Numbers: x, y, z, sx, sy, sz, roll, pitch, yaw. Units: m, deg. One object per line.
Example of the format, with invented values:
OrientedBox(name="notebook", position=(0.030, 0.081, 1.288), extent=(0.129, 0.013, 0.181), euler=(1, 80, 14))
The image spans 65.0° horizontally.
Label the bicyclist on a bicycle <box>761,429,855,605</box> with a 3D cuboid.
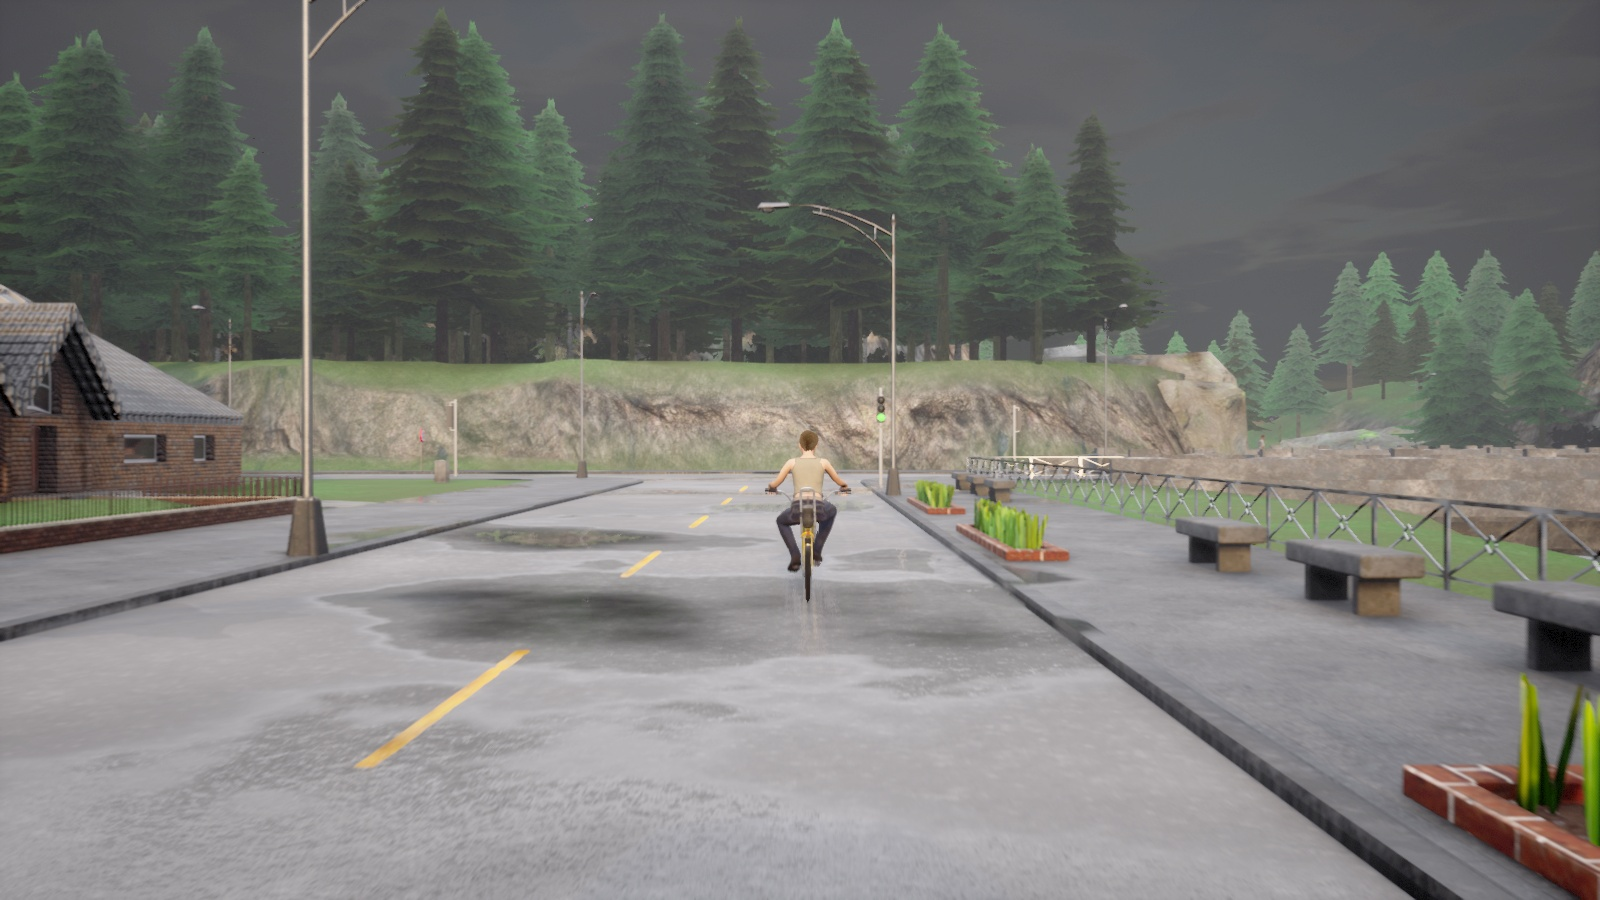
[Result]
OrientedBox(name="bicyclist on a bicycle", position=(0.079, 0.614, 12.266), extent=(0.866, 1.612, 1.509), euler=(0, 0, 1))
